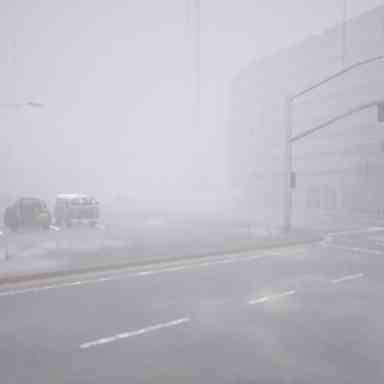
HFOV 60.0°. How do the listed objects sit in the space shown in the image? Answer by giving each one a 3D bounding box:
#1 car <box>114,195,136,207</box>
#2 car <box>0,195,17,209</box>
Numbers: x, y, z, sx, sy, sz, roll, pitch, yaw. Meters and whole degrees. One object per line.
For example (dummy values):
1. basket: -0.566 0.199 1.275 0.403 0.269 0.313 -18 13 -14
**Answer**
1. car: -11.853 1.487 58.222 2.150 2.045 5.566 1 -1 -35
2. car: -29.944 1.269 53.414 1.932 1.855 4.605 1 0 -35
